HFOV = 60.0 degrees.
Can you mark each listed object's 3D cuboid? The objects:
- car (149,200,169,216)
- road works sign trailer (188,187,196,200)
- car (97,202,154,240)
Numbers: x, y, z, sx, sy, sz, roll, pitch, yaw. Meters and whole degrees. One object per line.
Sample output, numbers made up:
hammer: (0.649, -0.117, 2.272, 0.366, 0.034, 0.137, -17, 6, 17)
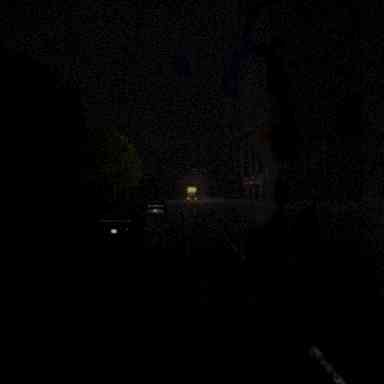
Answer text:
car: (-3.406, 1.492, 33.006, 2.128, 1.511, 4.902, 0, 0, 0)
road works sign trailer: (-0.020, 0.470, 90.286, 2.380, 3.560, 2.880, 0, 0, 0)
car: (-3.403, 1.492, 16.924, 2.128, 1.511, 4.902, 0, 0, 0)
